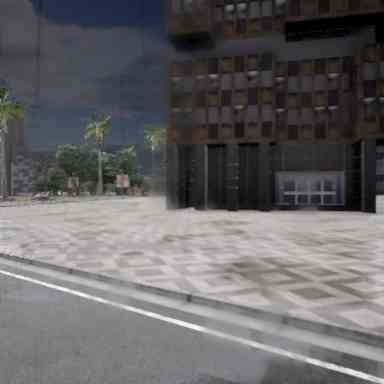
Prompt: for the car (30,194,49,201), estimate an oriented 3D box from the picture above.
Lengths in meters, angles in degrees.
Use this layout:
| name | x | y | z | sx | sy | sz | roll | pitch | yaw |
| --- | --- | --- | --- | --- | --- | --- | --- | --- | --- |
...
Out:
| name | x | y | z | sx | sy | sz | roll | pitch | yaw |
| --- | --- | --- | --- | --- | --- | --- | --- | --- | --- |
| car | -32.549 | 1.156 | 71.287 | 1.812 | 1.442 | 4.674 | 0 | 1 | 11 |
